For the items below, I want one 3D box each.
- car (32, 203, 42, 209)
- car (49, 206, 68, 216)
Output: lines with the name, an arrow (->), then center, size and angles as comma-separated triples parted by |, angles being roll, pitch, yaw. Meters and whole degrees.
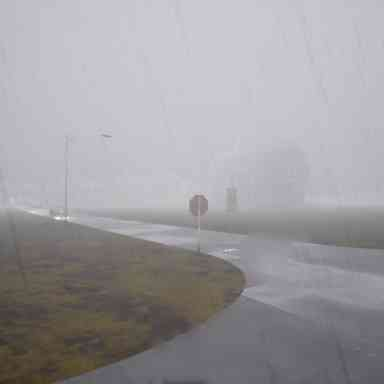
car -> -40.005, 3.538, 86.070 | 1.837, 1.490, 4.892 | 1, -2, -32
car -> -19.488, 2.728, 48.465 | 2.128, 1.511, 4.902 | 1, -2, -32
